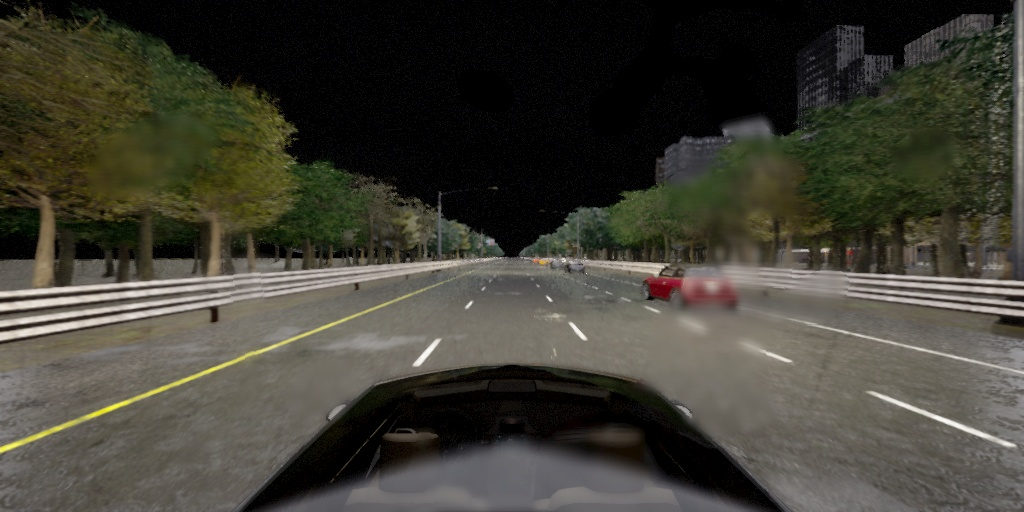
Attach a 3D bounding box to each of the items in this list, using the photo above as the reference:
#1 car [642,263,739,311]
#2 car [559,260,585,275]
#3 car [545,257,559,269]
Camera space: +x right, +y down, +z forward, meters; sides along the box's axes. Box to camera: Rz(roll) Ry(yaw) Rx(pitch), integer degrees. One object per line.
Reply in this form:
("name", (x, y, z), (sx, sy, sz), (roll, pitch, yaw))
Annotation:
("car", (6.996, 1.107, 14.646), (2.097, 1.767, 4.553), (0, 0, 0))
("car", (7.017, 1.276, 40.618), (2.128, 1.511, 4.902), (0, 0, 0))
("car", (7.067, 1.303, 57.636), (2.128, 1.511, 4.902), (0, 0, 0))
